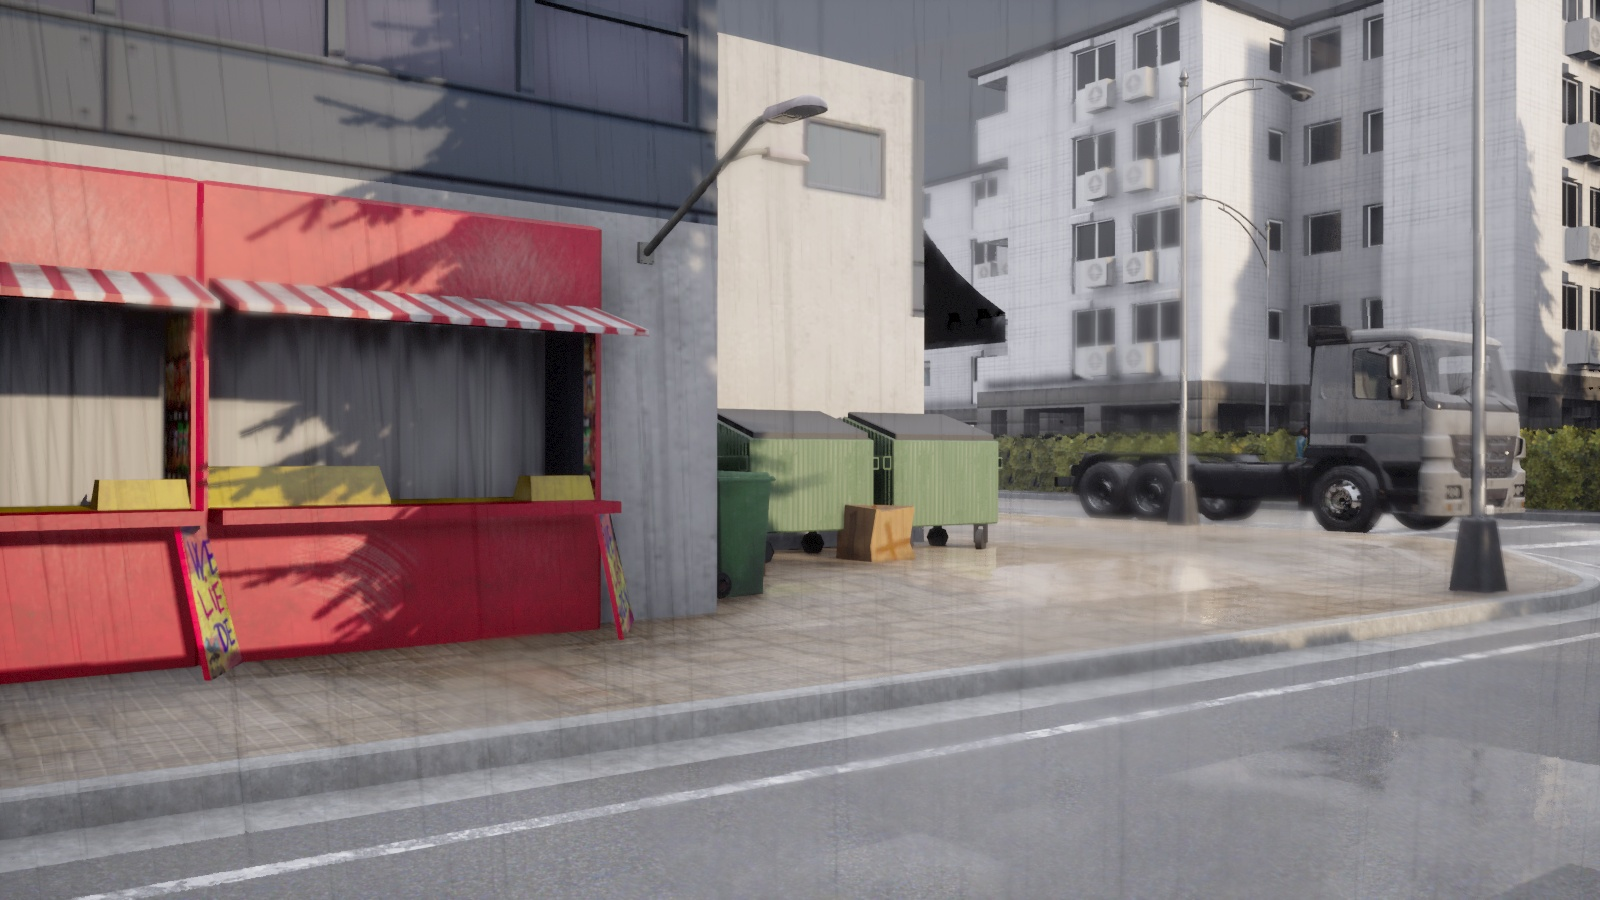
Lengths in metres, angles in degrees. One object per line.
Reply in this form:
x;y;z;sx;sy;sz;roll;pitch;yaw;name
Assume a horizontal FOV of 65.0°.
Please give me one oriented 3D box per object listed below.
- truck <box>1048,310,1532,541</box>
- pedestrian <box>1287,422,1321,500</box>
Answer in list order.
8.479;-0.378;22.903;2.891;3.462;7.936;0;0;-36;truck
12.693;0.276;31.644;0.396;1.930;0.692;0;0;-41;pedestrian
